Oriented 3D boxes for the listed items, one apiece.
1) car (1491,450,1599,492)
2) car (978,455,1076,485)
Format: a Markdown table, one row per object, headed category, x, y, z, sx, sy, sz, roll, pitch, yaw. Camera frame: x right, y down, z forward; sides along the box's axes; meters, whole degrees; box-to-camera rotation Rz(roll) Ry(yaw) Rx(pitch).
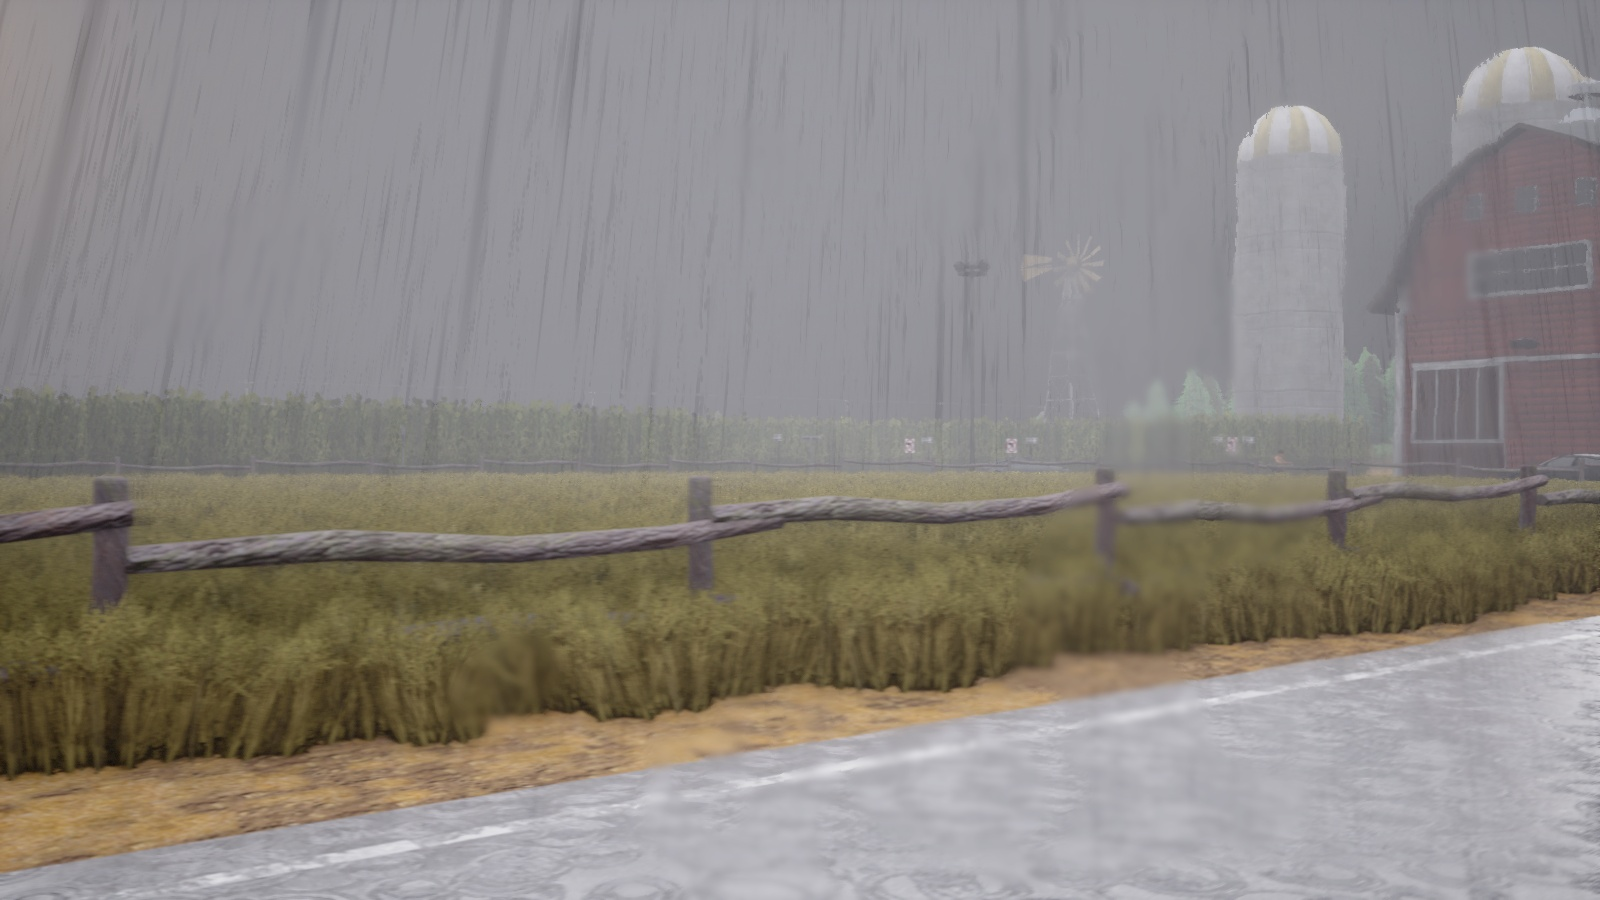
| category | x | y | z | sx | sy | sz | roll | pitch | yaw |
| --- | --- | --- | --- | --- | --- | --- | --- | --- | --- |
| car | 28.755 | 0.764 | 46.711 | 1.882 | 1.535 | 5.008 | 0 | 0 | -38 |
| car | 10.502 | 0.921 | 58.410 | 4.181 | 1.385 | 1.994 | 0 | 0 | 0 |
